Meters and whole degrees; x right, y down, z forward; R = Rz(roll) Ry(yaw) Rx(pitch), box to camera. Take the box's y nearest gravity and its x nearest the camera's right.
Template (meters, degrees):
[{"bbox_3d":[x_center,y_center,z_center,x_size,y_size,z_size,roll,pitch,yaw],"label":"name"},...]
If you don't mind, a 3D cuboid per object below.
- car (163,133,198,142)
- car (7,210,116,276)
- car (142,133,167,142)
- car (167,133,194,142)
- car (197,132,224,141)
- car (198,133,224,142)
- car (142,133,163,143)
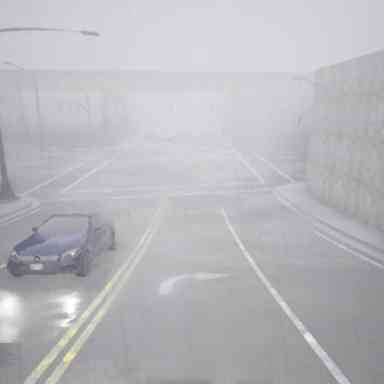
[{"bbox_3d":[-2.063,-9.554,58.816,4.974,1.542,2.038,-10,17,-35],"label":"car"},{"bbox_3d":[-3.545,1.319,9.951,1.812,1.442,4.674,0,4,1],"label":"car"},{"bbox_3d":[-6.709,-9.721,58.830,4.536,1.218,1.853,13,19,42],"label":"car"},{"bbox_3d":[-2.021,-9.715,58.807,4.536,1.218,1.853,-10,17,-35],"label":"car"},{"bbox_3d":[3.263,-9.898,59.534,4.536,1.218,1.853,8,16,28],"label":"car"},{"bbox_3d":[3.309,-9.739,59.548,4.974,1.542,2.038,8,16,28],"label":"car"},{"bbox_3d":[-6.671,-9.559,58.834,4.974,1.542,2.038,13,19,42],"label":"car"}]
